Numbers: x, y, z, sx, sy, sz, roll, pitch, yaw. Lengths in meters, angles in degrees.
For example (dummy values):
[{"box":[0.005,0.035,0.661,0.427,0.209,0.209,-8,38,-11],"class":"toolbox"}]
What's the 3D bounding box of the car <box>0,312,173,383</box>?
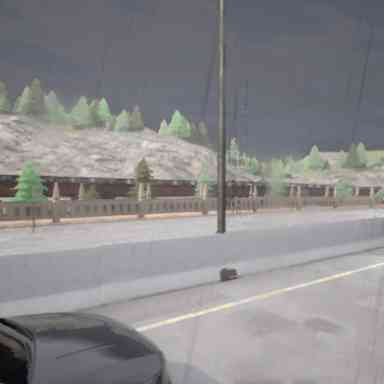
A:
[{"box":[-2.398,1.509,2.035,4.892,1.490,1.837,0,0,-35],"class":"car"}]
